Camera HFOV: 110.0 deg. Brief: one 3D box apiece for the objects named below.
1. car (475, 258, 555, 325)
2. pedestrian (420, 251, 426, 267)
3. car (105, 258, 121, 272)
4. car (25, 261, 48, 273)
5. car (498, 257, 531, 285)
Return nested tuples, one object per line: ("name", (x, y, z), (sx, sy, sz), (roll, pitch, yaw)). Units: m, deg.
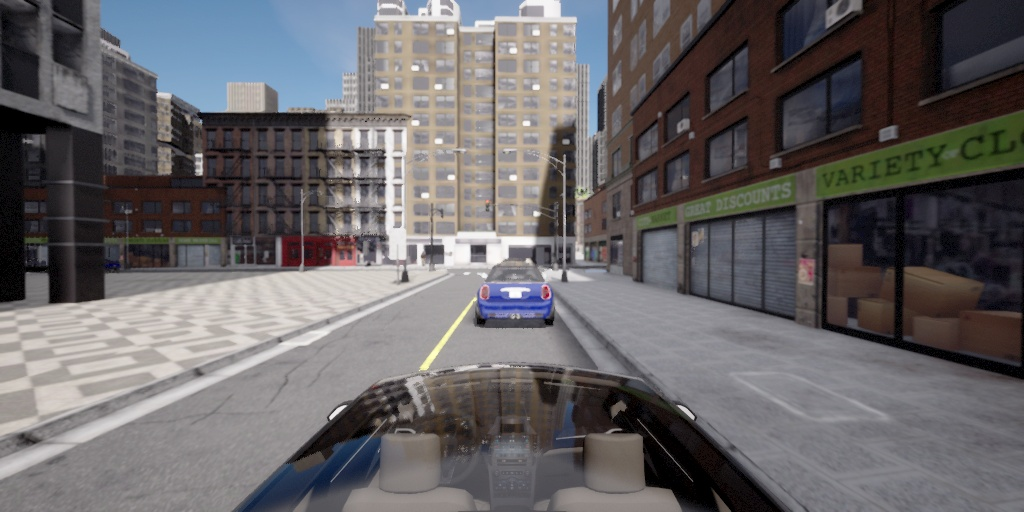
("car", (0.074, 0.945, 11.260), (2.097, 1.767, 4.553), (0, 1, 0))
("pedestrian", (-10.280, 0.303, 41.390), (0.375, 1.860, 0.375), (0, 1, -1))
("car", (-44.406, 0.920, 37.779), (5.008, 1.535, 1.882), (0, 1, -1))
("car", (-45.124, 1.090, 34.676), (4.718, 1.301, 1.895), (0, 1, 0))
("car", (0.032, 0.865, 22.972), (1.882, 1.535, 5.008), (0, 1, -2))
